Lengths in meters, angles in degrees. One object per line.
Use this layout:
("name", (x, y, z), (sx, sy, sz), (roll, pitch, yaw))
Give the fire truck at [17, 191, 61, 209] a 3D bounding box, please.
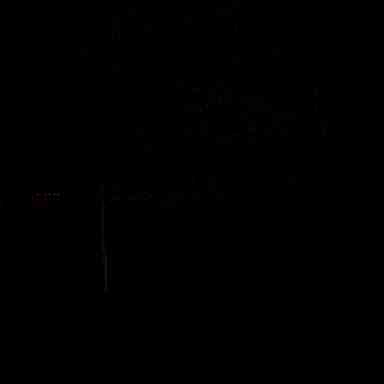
("fire truck", (-32.427, 1.714, 71.062), (2.891, 3.827, 8.468), (0, -1, 35))
